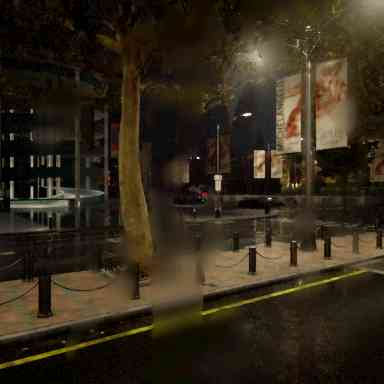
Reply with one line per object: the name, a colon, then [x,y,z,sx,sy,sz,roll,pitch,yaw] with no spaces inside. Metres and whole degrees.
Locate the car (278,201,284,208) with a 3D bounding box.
car: [10.767,1.547,48.262,2.033,1.411,5.357,0,0,-35]

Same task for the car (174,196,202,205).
car: [-1.156,1.547,59.082,2.033,1.411,5.357,0,0,-36]

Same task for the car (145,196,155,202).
car: [-10.740,1.539,73.547,5.357,1.411,2.033,0,0,34]

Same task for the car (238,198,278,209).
car: [8.599,1.547,45.254,2.033,1.411,5.357,0,0,-35]

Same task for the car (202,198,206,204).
car: [0.650,1.492,62.450,2.128,1.511,4.902,0,0,-37]
